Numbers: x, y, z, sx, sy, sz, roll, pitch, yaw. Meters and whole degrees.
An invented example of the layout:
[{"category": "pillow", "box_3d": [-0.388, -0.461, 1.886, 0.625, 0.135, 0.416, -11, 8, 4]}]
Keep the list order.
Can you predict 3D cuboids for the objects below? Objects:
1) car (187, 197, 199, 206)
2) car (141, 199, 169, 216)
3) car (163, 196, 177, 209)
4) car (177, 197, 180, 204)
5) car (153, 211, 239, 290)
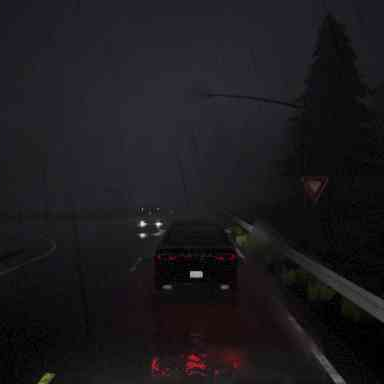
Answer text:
[{"category": "car", "box_3d": [0.135, 1.519, 57.301, 1.882, 1.535, 5.008, 0, 0, 0]}, {"category": "car", "box_3d": [-3.689, 1.624, 32.424, 1.895, 1.301, 4.718, 0, 0, 3]}, {"category": "car", "box_3d": [-3.561, 1.559, 46.745, 1.812, 1.442, 4.674, 0, 0, 0]}, {"category": "car", "box_3d": [-3.505, 1.572, 64.667, 1.812, 1.442, 4.674, 0, 0, 1]}, {"category": "car", "box_3d": [0.091, 1.484, 9.120, 1.882, 1.535, 5.008, 0, 0, 0]}]
